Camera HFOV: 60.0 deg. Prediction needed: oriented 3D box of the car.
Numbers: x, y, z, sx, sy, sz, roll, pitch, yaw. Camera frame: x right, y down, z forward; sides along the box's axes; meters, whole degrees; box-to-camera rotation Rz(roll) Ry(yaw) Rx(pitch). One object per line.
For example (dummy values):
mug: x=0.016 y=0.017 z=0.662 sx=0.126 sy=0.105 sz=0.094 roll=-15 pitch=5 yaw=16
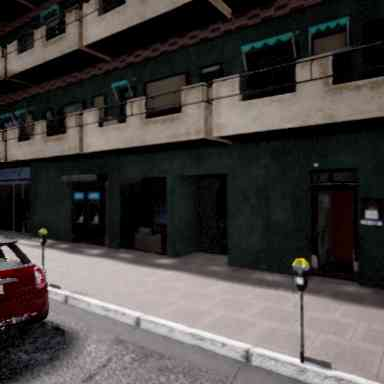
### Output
car: x=-4.385 y=1.432 z=5.852 sx=4.097 sy=1.590 sz=1.967 roll=0 pitch=0 yaw=35
